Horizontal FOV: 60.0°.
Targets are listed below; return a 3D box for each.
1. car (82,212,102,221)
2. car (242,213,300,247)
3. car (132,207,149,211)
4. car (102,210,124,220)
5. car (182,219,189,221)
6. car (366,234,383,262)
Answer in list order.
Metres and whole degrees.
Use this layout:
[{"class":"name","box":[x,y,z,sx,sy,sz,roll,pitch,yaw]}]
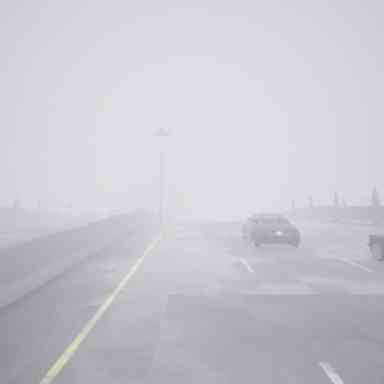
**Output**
[{"class":"car","box":[-14.086,3.539,47.126,1.994,1.385,4.181,0,-7,0]},{"class":"car","box":[3.595,1.680,15.724,1.994,1.385,4.181,0,0,0]},{"class":"car","box":[-7.092,3.116,46.510,2.150,2.045,5.566,0,-7,0]},{"class":"car","box":[-10.588,3.264,46.620,2.097,1.767,4.553,0,-7,0]},{"class":"car","box":[-1.246,6.243,68.213,1.801,1.575,5.366,0,-8,0]},{"class":"car","box":[7.097,1.672,9.637,1.895,1.301,4.718,0,0,0]}]
